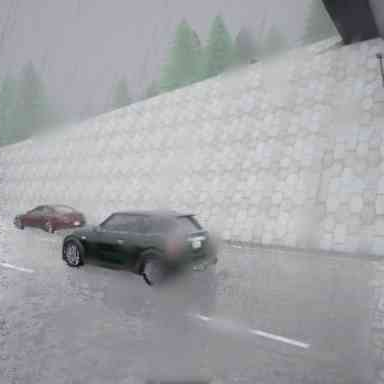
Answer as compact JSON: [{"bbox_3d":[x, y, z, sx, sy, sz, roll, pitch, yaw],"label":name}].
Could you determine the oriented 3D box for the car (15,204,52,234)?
[{"bbox_3d":[-7.594,1.364,17.826,4.674,1.442,1.812,1,0,35],"label":"car"}]

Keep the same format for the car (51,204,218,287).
[{"bbox_3d":[-1.613,1.286,9.371,4.553,1.767,2.097,1,0,35],"label":"car"}]
